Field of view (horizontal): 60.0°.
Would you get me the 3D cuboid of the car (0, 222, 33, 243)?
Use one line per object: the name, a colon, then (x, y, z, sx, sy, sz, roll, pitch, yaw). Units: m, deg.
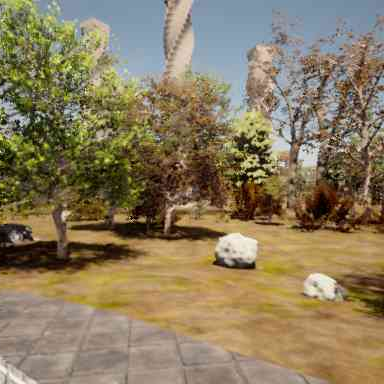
car: (-10.174, 1.831, 15.692, 2.231, 1.521, 4.892, -1, -1, 42)
